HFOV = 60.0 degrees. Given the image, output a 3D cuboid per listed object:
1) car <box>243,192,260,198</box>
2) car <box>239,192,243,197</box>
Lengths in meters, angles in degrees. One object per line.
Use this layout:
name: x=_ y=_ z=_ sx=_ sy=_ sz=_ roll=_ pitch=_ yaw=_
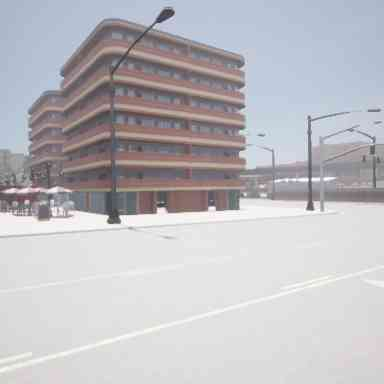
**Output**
car: x=16.436 y=0.814 z=88.833 sx=3.806 sy=1.475 sz=1.970 roll=-1 pitch=1 yaw=-35
car: x=12.462 y=0.667 z=93.051 sx=4.611 sy=1.667 sz=2.242 roll=-1 pitch=1 yaw=-35
